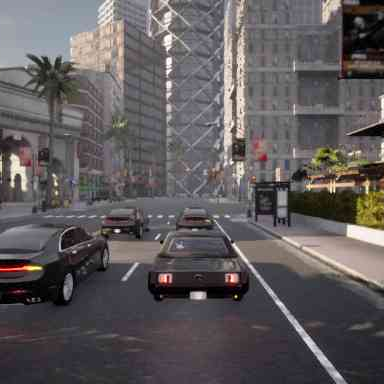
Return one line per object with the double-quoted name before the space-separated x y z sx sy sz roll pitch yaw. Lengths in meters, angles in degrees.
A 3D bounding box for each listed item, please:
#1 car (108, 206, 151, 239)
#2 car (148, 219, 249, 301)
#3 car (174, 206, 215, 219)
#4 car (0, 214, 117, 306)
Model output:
"car" -3.362 1.505 17.433 1.837 1.490 4.892 0 0 0
"car" 0.122 1.601 8.285 1.895 1.301 4.718 0 0 0
"car" 0.137 1.505 17.548 1.837 1.490 4.892 0 0 0
"car" -3.370 1.505 8.027 1.837 1.490 4.892 0 0 0
